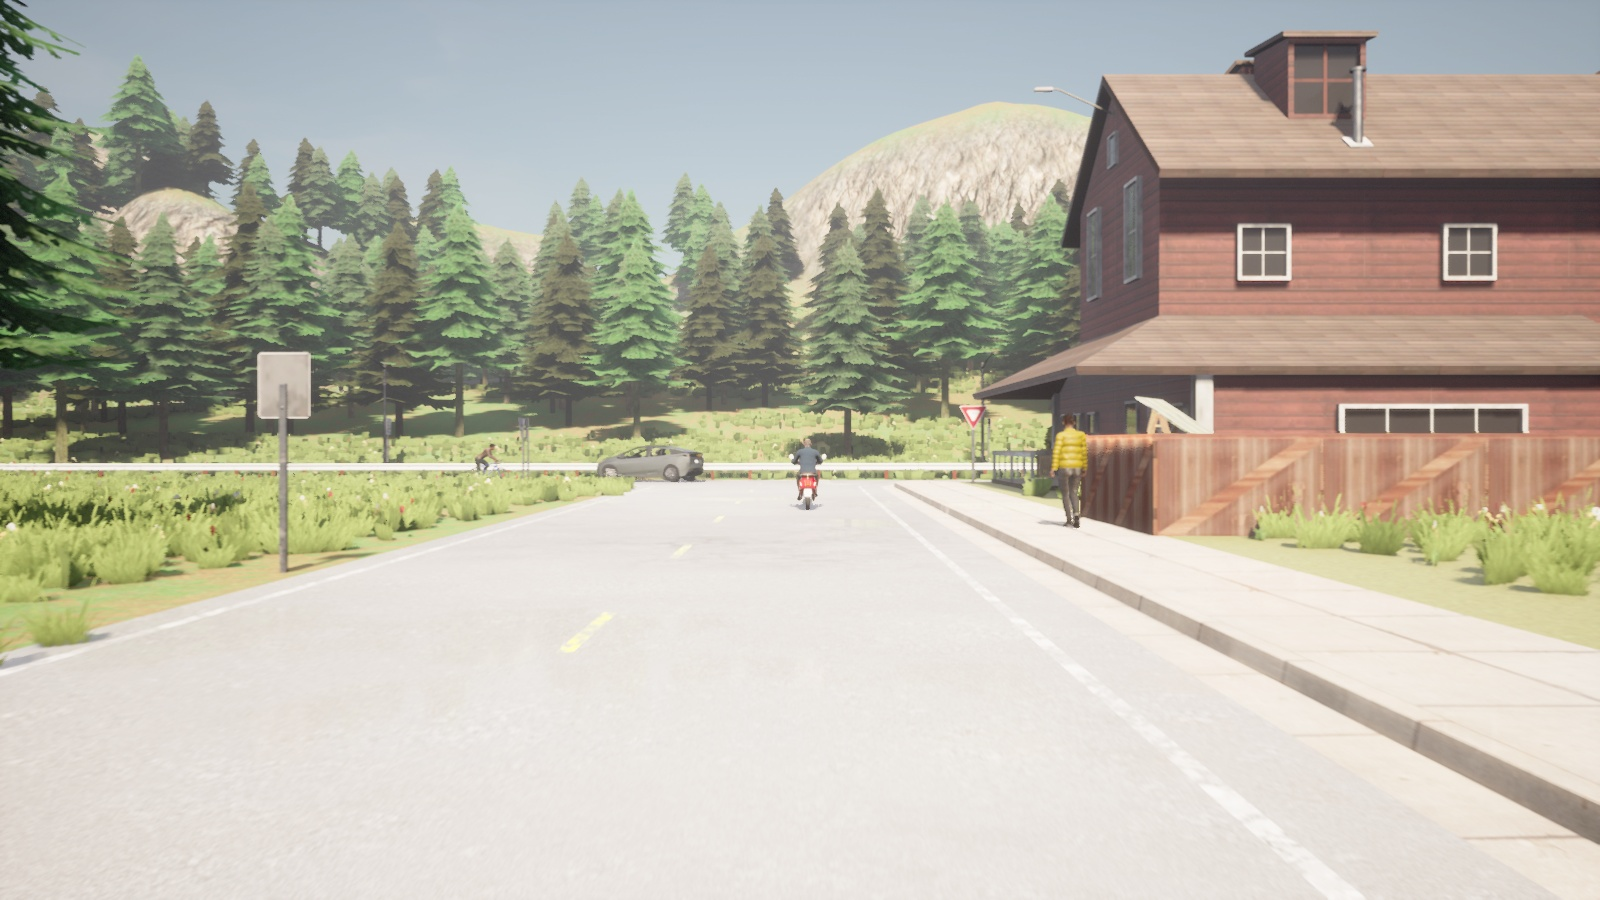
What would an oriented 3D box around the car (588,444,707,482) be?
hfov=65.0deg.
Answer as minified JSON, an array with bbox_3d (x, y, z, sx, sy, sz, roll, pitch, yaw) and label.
[{"bbox_3d":[-6.348,0.525,52.444,4.514,1.525,2.007,0,0,19],"label":"car"}]

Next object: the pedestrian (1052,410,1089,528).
[{"bbox_3d":[4.259,0.294,19.797,0.431,1.840,0.709,0,0,0],"label":"pedestrian"}]

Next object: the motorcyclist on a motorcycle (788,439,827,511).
[{"bbox_3d":[0.178,0.539,28.657,0.866,1.590,1.817,0,0,0],"label":"motorcyclist on a motorcycle"}]
